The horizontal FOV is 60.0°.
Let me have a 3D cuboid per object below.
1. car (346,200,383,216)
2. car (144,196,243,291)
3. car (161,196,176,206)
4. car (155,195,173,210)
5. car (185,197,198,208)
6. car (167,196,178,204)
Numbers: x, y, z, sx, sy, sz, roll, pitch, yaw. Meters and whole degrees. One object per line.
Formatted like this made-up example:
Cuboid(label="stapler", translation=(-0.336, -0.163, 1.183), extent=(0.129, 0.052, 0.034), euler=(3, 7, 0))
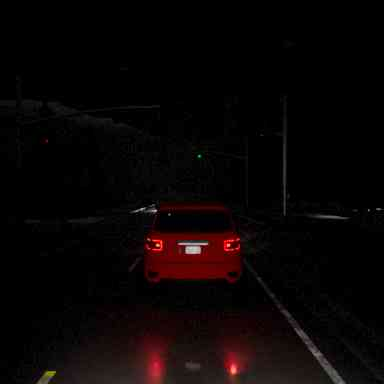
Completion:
Cuboid(label="car", translation=(16.483, 1.520, 29.941), extent=(4.892, 1.490, 1.837), euler=(0, 0, -2))
Cuboid(label="car", translation=(0.038, 1.222, 9.180), extent=(2.150, 2.045, 5.566), euler=(0, 0, 0))
Cuboid(label="car", translation=(-3.712, 1.491, 54.019), extent=(2.128, 1.511, 4.902), euler=(0, 0, 0))
Cuboid(label="car", translation=(-3.694, 1.352, 44.524), extent=(2.097, 1.767, 4.553), euler=(0, 0, 0))
Cuboid(label="car", translation=(-0.011, 1.505, 49.574), extent=(1.837, 1.490, 4.892), euler=(0, 0, 0))
Cuboid(label="car", translation=(-3.699, 1.564, 63.905), extent=(1.994, 1.385, 4.181), euler=(0, 0, 0))
